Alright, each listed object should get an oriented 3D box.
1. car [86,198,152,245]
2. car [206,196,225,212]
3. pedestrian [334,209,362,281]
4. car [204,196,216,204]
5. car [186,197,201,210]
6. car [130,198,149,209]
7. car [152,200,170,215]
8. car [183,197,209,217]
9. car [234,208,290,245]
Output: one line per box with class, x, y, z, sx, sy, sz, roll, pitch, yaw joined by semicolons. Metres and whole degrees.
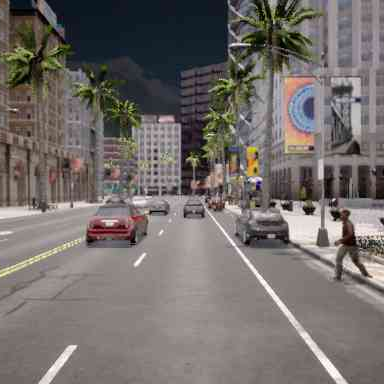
car;-3.361;1.346;15.743;2.097;1.767;4.553;0;0;0
car;3.214;1.339;44.880;2.185;1.767;4.553;0;0;0
pedestrian;3.836;1.290;8.187;0.375;1.860;0.375;0;0;0
car;3.578;1.490;66.808;2.161;1.482;4.786;0;0;0
car;0.221;1.489;44.504;1.837;1.490;4.892;0;0;0
car;-6.968;1.510;44.824;1.812;1.442;4.674;0;0;0
car;-3.312;1.535;34.249;2.033;1.411;5.357;0;0;0
car;0.182;1.480;30.737;2.128;1.511;4.902;0;0;0
car;3.128;1.476;15.505;2.231;1.521;4.892;0;0;0
